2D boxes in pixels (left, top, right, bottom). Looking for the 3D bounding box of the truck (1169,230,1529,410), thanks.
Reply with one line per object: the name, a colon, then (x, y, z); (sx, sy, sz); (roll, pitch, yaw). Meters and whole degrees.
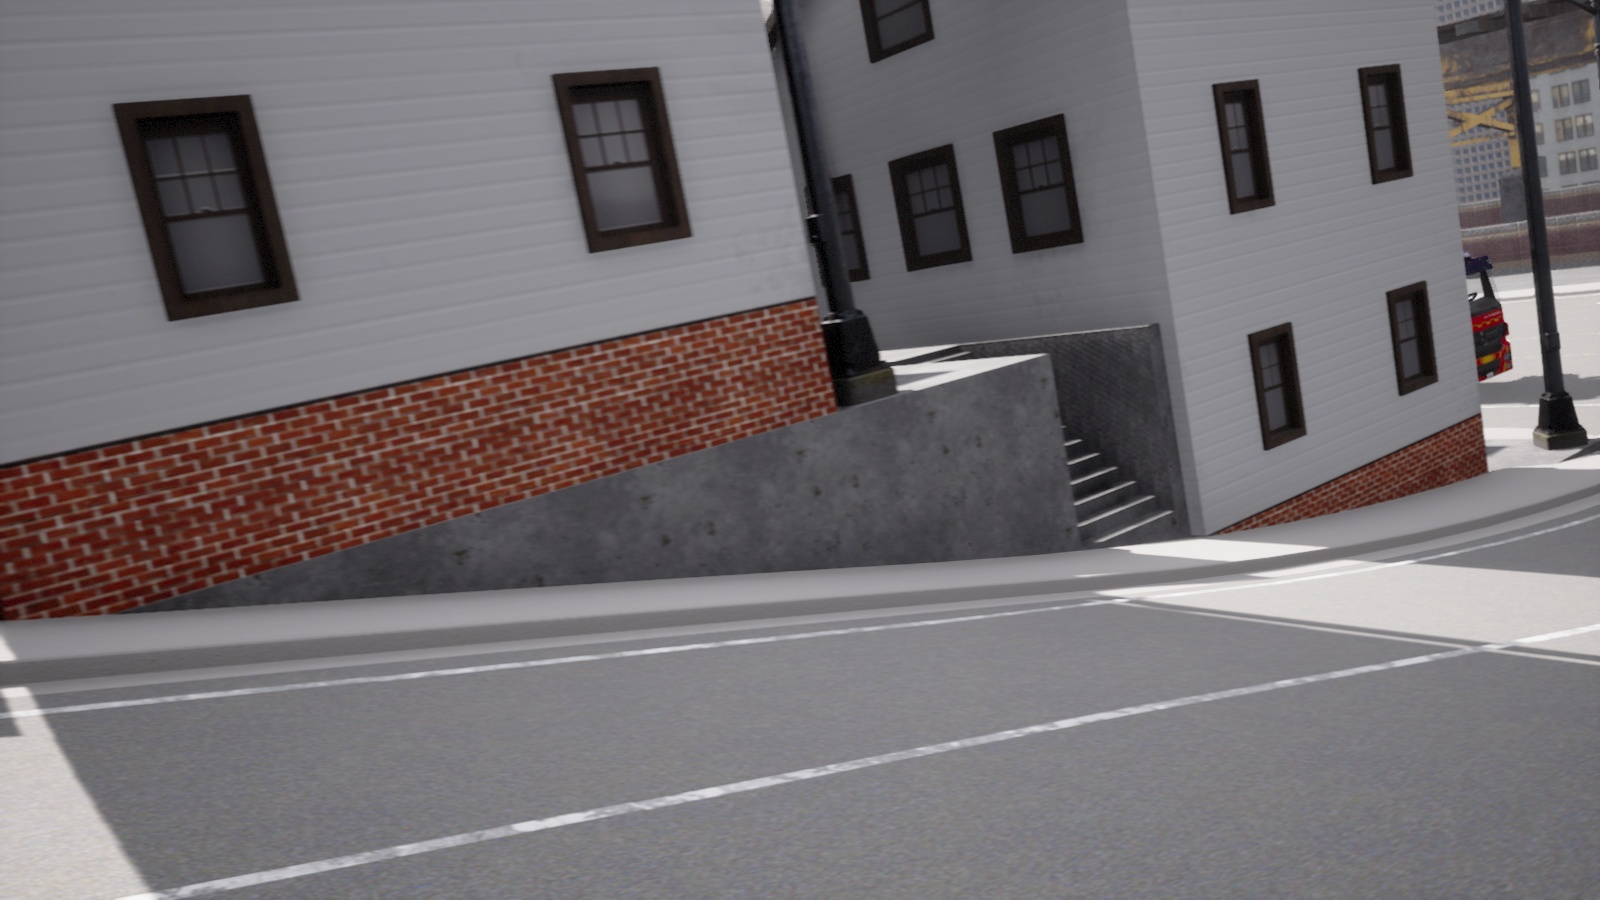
truck: (14.881, -3.388, 34.843); (2.891, 3.827, 8.468); (-16, 9, -33)
